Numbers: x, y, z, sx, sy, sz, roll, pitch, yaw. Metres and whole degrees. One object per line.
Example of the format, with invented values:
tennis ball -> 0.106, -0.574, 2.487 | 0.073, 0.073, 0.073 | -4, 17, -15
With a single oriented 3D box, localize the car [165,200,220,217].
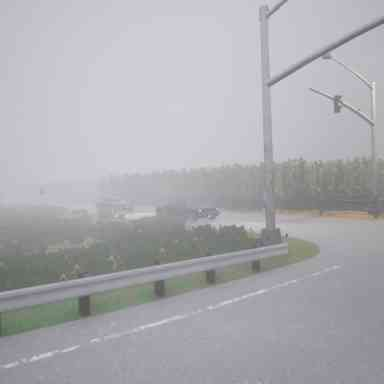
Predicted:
car -> -0.356, 1.176, 22.035 | 1.895, 1.301, 4.718 | -4, 2, -41

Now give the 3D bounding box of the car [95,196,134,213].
car -> -7.024, 1.120, 29.833 | 1.837, 1.490, 4.892 | -3, 2, -40
